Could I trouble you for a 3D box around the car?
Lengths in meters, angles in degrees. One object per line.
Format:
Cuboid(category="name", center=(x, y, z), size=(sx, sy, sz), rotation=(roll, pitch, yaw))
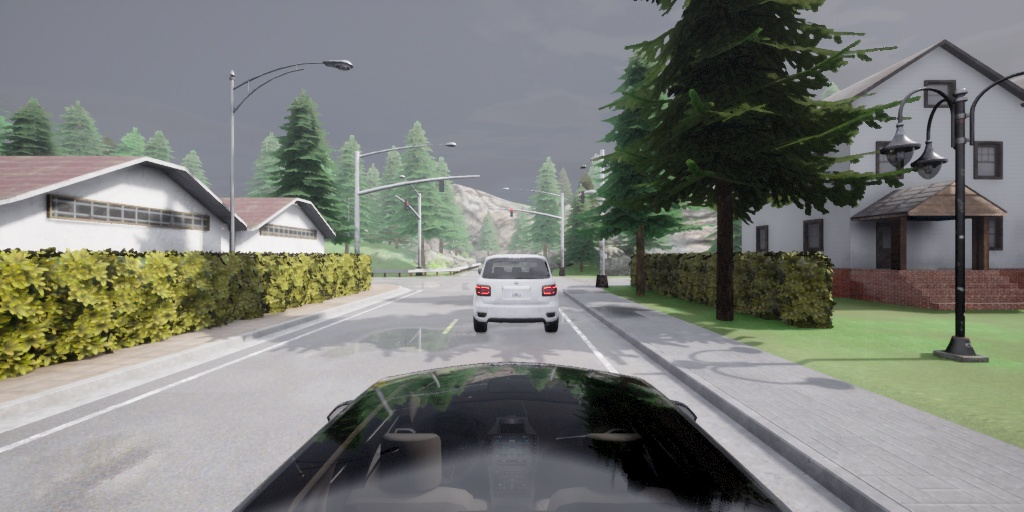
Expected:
Cuboid(category="car", center=(0.105, 0.971, 10.923), size=(2.150, 2.045, 5.566), rotation=(0, 0, 0))
